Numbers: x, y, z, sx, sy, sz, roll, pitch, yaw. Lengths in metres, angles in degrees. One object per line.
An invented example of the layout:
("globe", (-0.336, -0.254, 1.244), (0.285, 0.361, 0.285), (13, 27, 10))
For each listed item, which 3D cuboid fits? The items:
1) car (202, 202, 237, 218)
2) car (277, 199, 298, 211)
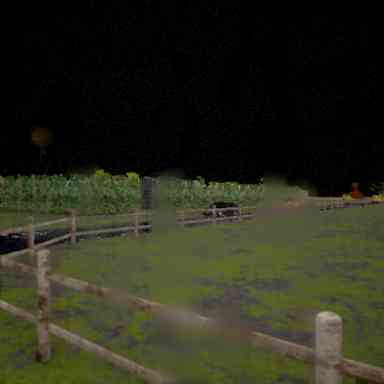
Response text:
("car", (2.921, 1.770, 34.164), (1.837, 1.490, 4.892), (-1, -1, 36))
("car", (14.242, 1.885, 49.776), (2.097, 1.767, 4.553), (-1, -1, 36))
